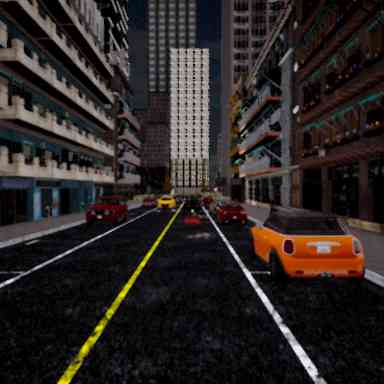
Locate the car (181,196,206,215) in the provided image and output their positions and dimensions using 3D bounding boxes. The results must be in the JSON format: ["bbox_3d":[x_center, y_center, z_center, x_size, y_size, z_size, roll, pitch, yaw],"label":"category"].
[{"bbox_3d":[0.067,1.365,31.517,1.837,1.490,4.892,0,1,0],"label":"car"}]

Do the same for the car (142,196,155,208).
[{"bbox_3d":[-5.695,1.382,45.084,1.802,1.307,4.206,-1,0,0],"label":"car"}]

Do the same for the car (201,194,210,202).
[{"bbox_3d":[2.686,1.231,67.332,1.752,1.417,4.829,-1,0,0],"label":"car"}]

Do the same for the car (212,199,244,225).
[{"bbox_3d":[2.684,1.441,22.975,1.887,1.381,4.507,-1,0,0],"label":"car"}]

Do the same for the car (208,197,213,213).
[{"bbox_3d":[2.684,1.423,28.499,2.008,1.369,4.403,-1,0,0],"label":"car"}]

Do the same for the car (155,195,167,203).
[{"bbox_3d":[-5.694,1.274,61.654,1.887,1.381,4.507,-1,0,0],"label":"car"}]

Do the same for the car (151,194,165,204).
[{"bbox_3d":[-5.696,1.193,56.130,1.967,1.590,4.097,-1,0,0],"label":"car"}]

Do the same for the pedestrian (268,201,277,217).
[{"bbox_3d":[3.000,1.237,12.500,0.375,1.860,0.375,-1,1,0],"label":"pedestrian"}]

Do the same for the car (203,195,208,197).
[{"bbox_3d":[2.686,1.298,56.116,1.887,1.381,4.507,-1,0,0],"label":"car"}]

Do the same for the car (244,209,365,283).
[{"bbox_3d":[3.001,1.307,9.701,2.097,1.767,4.553,0,0,0],"label":"car"}]

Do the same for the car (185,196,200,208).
[{"bbox_3d":[0.045,1.278,45.089,1.882,1.535,5.008,0,0,1],"label":"car"}]

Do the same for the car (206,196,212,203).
[{"bbox_3d":[2.685,1.372,34.192,1.752,1.417,4.829,-1,0,0],"label":"car"}]

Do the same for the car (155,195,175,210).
[{"bbox_3d":[-3.088,1.296,40.863,1.882,1.535,5.008,0,0,0],"label":"car"}]

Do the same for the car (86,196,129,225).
[{"bbox_3d":[-5.700,1.211,22.988,2.192,1.841,5.009,-1,0,0],"label":"car"}]
